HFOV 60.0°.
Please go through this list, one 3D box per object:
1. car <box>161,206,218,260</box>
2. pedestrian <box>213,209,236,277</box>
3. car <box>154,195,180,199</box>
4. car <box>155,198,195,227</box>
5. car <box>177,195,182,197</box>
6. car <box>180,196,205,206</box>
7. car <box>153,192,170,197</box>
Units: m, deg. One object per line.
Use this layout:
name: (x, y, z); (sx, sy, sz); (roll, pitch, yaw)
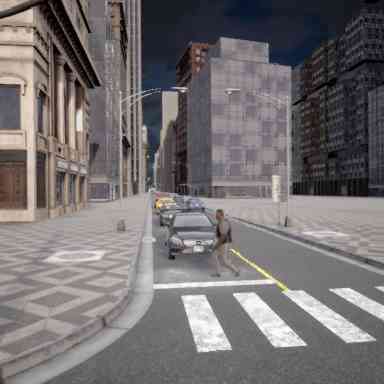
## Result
car: (-0.064, 1.488, 12.581); (1.812, 1.442, 4.674); (0, 0, -7)
pedestrian: (0.823, 1.268, 8.552); (0.375, 1.860, 0.375); (0, 0, -7)
car: (-2.557, 1.367, 32.839); (1.882, 1.535, 5.008); (0, 0, -7)
car: (-1.309, 1.418, 22.594); (2.128, 1.511, 4.902); (0, 0, -7)
car: (-2.446, 1.246, 58.142); (2.128, 1.511, 4.902); (0, 0, -7)
car: (0.212, 1.399, 36.506); (2.033, 1.411, 5.357); (0, 0, -7)
car: (-3.777, 1.070, 43.159); (2.150, 2.045, 5.566); (0, 0, -7)
